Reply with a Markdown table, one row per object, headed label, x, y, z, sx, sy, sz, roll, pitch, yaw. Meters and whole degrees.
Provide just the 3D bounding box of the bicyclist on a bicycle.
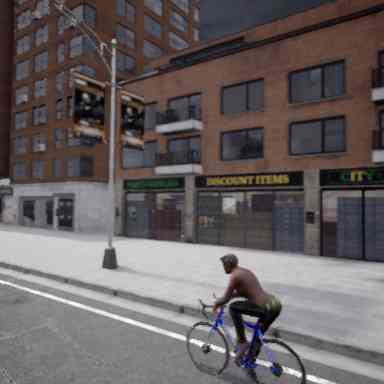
| label | x | y | z | sx | sy | sz | roll | pitch | yaw |
| --- | --- | --- | --- | --- | --- | --- | --- | --- | --- |
| bicyclist on a bicycle | 0.593 | 1.612 | 4.159 | 1.656 | 1.620 | 0.582 | -1 | -3 | 36 |
